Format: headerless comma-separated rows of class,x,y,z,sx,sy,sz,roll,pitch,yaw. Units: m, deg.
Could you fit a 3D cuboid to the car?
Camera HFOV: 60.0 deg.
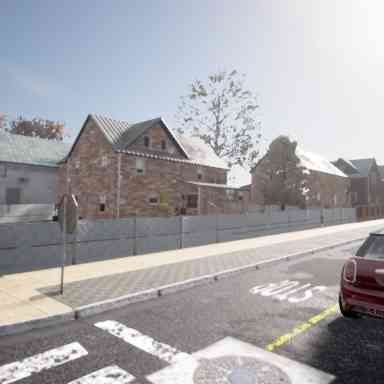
car,4.753,1.454,6.719,2.097,1.767,4.553,-2,-2,44
